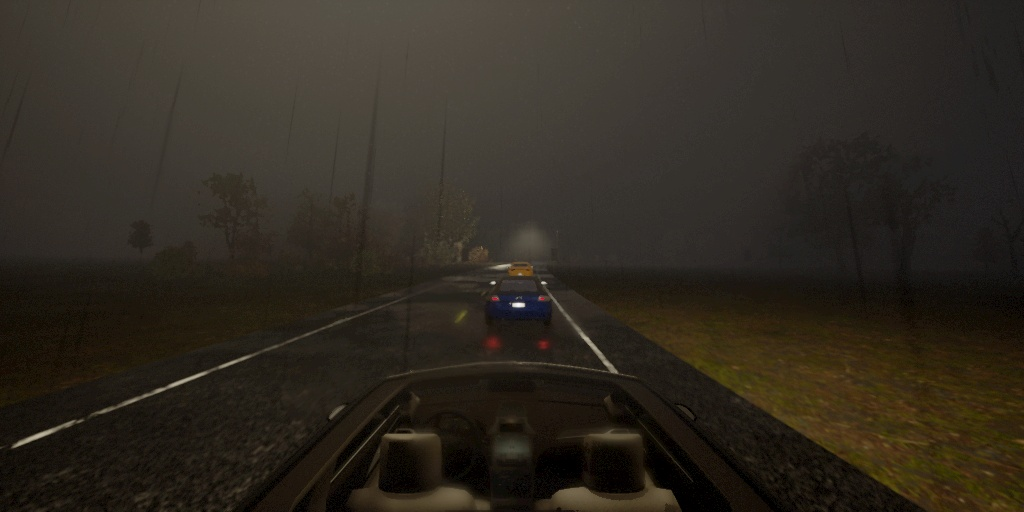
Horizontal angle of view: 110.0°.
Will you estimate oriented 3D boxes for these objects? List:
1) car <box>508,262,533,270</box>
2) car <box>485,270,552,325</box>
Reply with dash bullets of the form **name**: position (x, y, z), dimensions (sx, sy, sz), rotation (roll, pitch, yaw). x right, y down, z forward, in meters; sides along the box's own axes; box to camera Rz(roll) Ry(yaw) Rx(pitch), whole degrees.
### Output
- **car**: position (0.723, 1.234, 29.459), dimensions (1.882, 1.535, 5.008), rotation (0, 0, 2)
- **car**: position (0.212, 1.316, 11.854), dimensions (1.994, 1.385, 4.181), rotation (0, 0, 1)
